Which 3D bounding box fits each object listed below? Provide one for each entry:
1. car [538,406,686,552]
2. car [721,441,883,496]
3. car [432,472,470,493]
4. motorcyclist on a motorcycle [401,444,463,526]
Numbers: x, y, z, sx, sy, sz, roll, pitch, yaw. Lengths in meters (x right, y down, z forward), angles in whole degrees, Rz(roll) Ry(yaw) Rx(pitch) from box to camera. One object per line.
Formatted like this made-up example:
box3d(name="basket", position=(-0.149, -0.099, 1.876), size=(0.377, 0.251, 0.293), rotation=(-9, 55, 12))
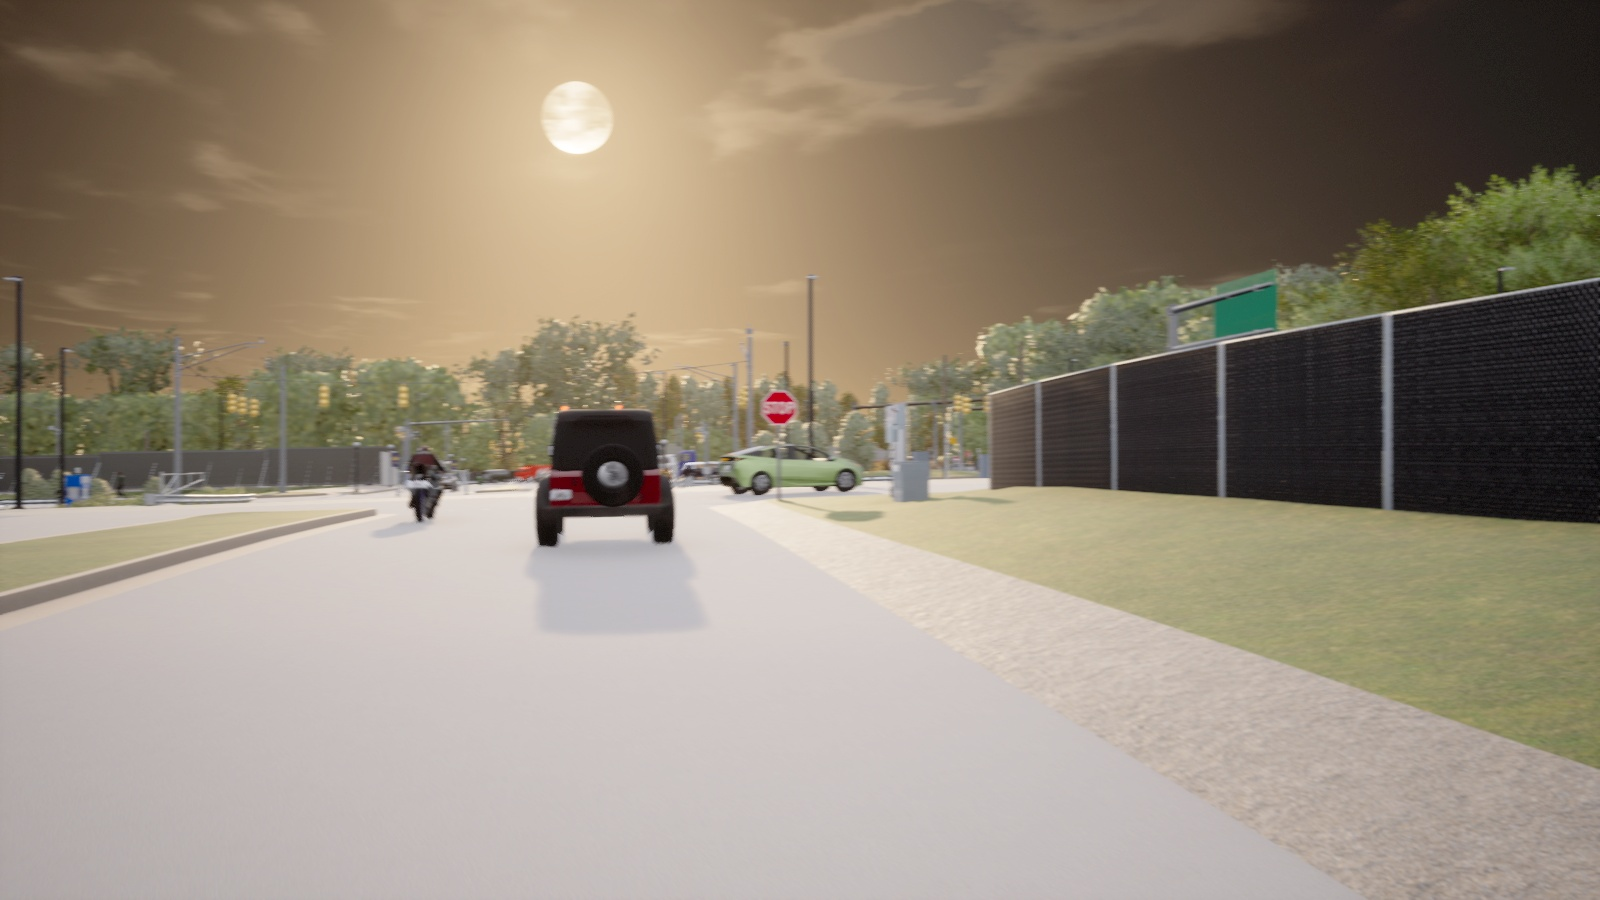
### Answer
box3d(name="car", position=(-2.743, 0.360, 18.379), size=(1.905, 1.878, 3.866), rotation=(-1, 0, -9))
box3d(name="car", position=(0.055, 0.544, 38.554), size=(4.514, 1.525, 2.007), rotation=(-1, 0, -24))
box3d(name="car", position=(-25.712, 2.380, 92.630), size=(2.033, 1.411, 5.357), rotation=(-1, -1, -9))
box3d(name="motorcyclist on a motorcycle", position=(-7.272, 0.676, 24.889), size=(0.866, 1.530, 2.191), rotation=(-1, -1, -9))
